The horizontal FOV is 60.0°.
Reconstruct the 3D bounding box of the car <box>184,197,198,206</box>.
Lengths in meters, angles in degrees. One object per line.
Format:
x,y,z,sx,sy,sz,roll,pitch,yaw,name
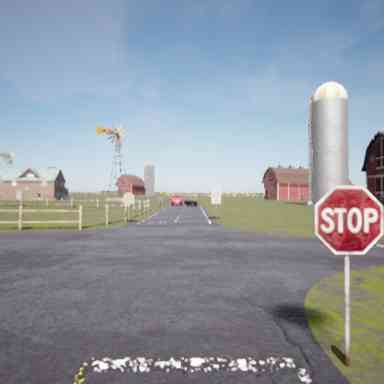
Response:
0.012,1.829,60.934,1.882,1.535,5.008,0,0,-2,car

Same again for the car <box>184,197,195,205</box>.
-0.641,1.856,71.044,1.882,1.535,5.008,0,0,-6,car

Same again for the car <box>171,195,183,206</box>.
-2.920,1.590,65.006,2.150,2.045,5.566,0,0,-2,car
